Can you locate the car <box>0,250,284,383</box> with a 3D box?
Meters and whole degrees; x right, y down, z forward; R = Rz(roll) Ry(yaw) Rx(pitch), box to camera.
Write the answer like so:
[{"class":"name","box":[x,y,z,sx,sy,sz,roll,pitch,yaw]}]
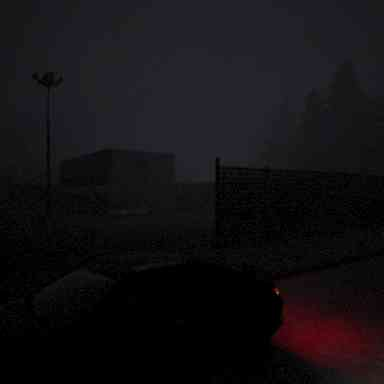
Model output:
[{"class":"car","box":[-0.834,1.524,3.993,4.674,1.442,1.812,-1,1,-36]}]
